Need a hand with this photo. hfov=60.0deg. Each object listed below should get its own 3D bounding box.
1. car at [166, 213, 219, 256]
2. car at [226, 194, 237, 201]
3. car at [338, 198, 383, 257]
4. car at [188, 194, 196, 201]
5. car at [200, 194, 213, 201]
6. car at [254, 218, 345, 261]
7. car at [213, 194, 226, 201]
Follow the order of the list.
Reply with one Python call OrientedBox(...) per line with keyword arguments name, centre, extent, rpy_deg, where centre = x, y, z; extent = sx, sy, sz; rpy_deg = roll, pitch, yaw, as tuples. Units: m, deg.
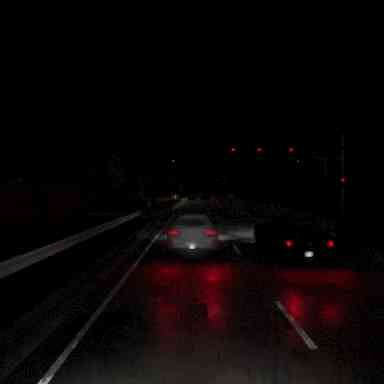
OrientedBox(name="car", centre=(0.072, 1.520, 12.907), extent=(1.812, 1.442, 4.674), rpy_deg=(0, -1, 2))
OrientedBox(name="car", centre=(10.492, 1.425, 85.386), extent=(1.882, 1.535, 5.008), rpy_deg=(0, 0, 0))
OrientedBox(name="car", centre=(7.055, 1.215, 11.585), extent=(2.150, 2.045, 5.566), rpy_deg=(0, 0, 0))
OrientedBox(name="car", centre=(-0.008, 1.488, 85.385), extent=(2.033, 1.411, 5.357), rpy_deg=(0, 0, 0))
OrientedBox(name="car", centre=(3.492, 1.304, 85.772), extent=(2.097, 1.767, 4.553), rpy_deg=(0, 0, 0))
OrientedBox(name="car", centre=(3.560, 1.594, 12.287), extent=(1.895, 1.301, 4.718), rpy_deg=(0, 0, 0))
OrientedBox(name="car", centre=(6.992, 1.303, 85.772), extent=(2.097, 1.767, 4.553), rpy_deg=(0, 0, 0))
